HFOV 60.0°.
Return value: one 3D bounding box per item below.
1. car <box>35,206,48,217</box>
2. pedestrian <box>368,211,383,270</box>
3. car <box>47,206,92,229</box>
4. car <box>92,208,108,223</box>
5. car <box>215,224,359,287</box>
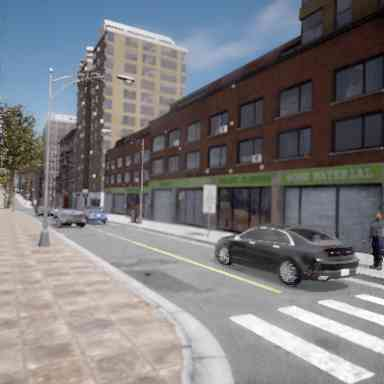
[{"bbox_3d":[-18.775,2.447,42.179,2.033,1.411,5.357,2,-2,-30],"label":"car"},{"bbox_3d":[5.851,1.490,10.495,0.375,1.860,0.375,2,-1,-30],"label":"pedestrian"},{"bbox_3d":[-9.699,2.017,26.001,2.033,1.411,5.357,2,-2,-29],"label":"car"},{"bbox_3d":[-9.538,2.215,31.687,2.033,1.411,5.357,2,-2,-30],"label":"car"},{"bbox_3d":[2.592,1.767,10.317,1.837,1.490,4.892,2,-2,-30],"label":"car"}]
